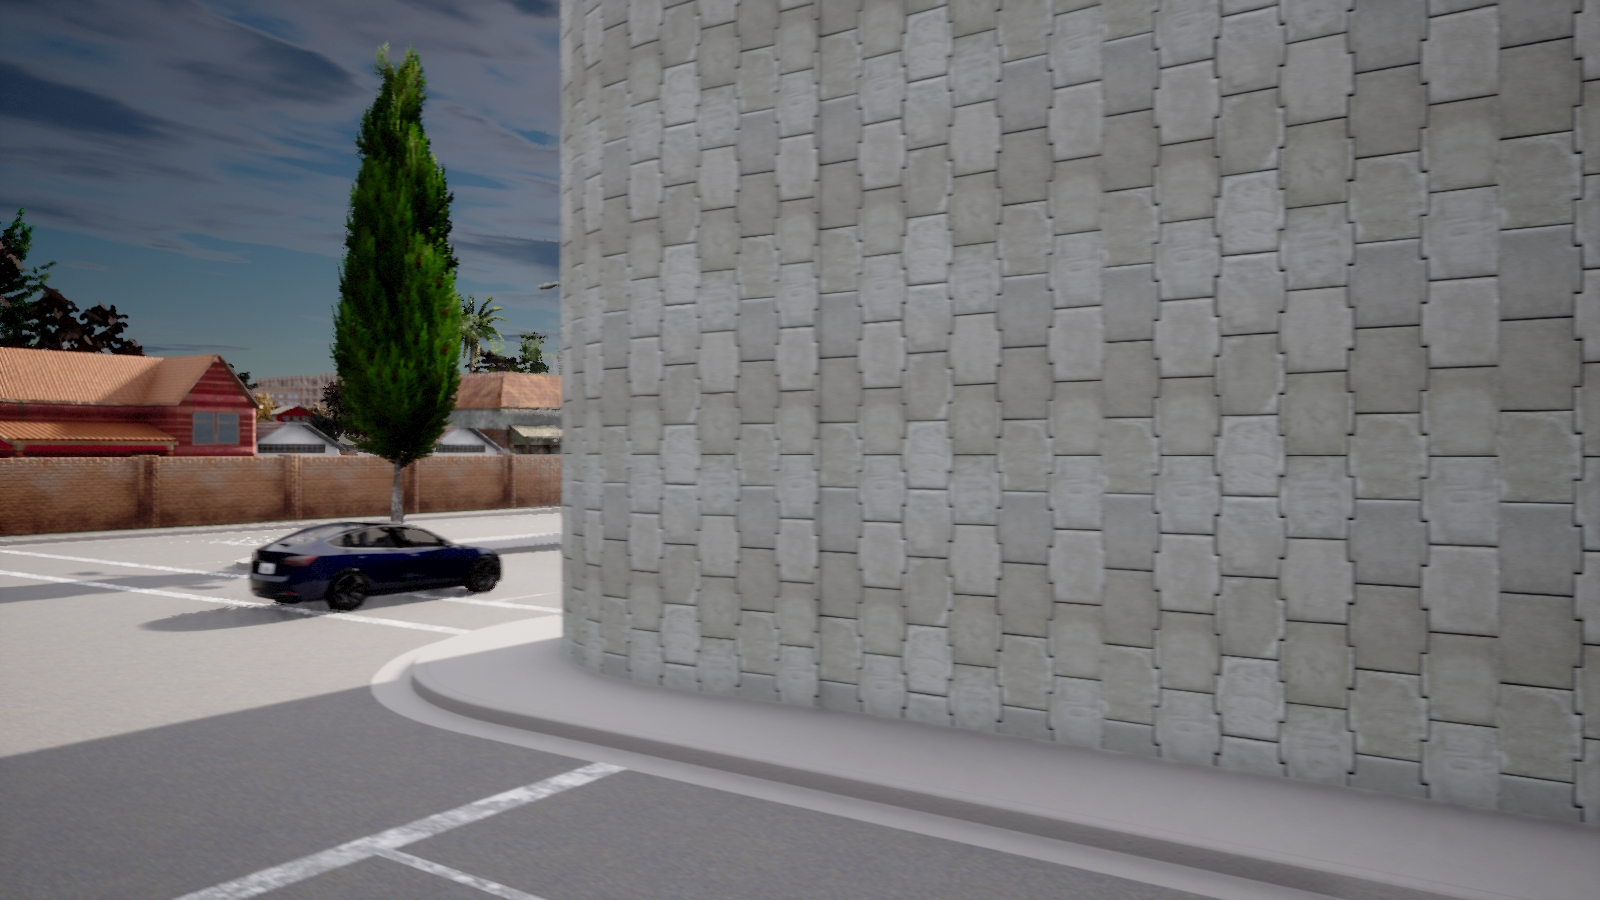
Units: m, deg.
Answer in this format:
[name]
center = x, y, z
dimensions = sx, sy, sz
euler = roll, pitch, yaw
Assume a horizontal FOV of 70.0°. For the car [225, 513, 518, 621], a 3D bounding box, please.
[car]
center = -7.847, 2.070, 21.419
dimensions = 2.163, 1.488, 4.792
euler = 0, 0, 33
